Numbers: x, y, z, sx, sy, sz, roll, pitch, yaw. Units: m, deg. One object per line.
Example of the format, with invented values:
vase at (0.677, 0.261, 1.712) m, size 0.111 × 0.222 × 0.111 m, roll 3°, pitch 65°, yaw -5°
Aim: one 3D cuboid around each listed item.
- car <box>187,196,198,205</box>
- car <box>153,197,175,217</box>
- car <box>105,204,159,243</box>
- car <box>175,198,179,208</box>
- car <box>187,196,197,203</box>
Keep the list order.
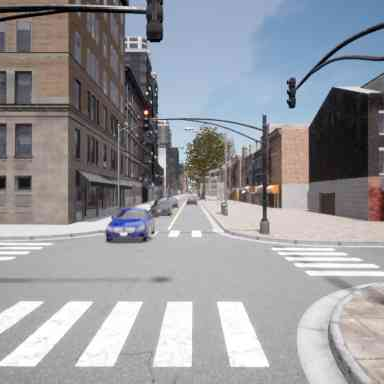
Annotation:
car at (0.028, 1.524, 58.962) m, size 2.033 × 1.411 × 5.357 m, roll 0°, pitch 0°, yaw 1°
car at (-2.889, 1.489, 31.646) m, size 1.837 × 1.490 × 4.892 m, roll 0°, pitch 0°, yaw 0°
car at (-2.873, 1.518, 16.334) m, size 1.812 × 1.442 × 4.674 m, roll 0°, pitch 0°, yaw 0°
car at (-2.893, 1.503, 47.412) m, size 1.812 × 1.442 × 4.674 m, roll 0°, pitch 0°, yaw 0°
car at (0.021, 1.542, 69.244) m, size 1.994 × 1.385 × 4.181 m, roll 0°, pitch 0°, yaw 0°
